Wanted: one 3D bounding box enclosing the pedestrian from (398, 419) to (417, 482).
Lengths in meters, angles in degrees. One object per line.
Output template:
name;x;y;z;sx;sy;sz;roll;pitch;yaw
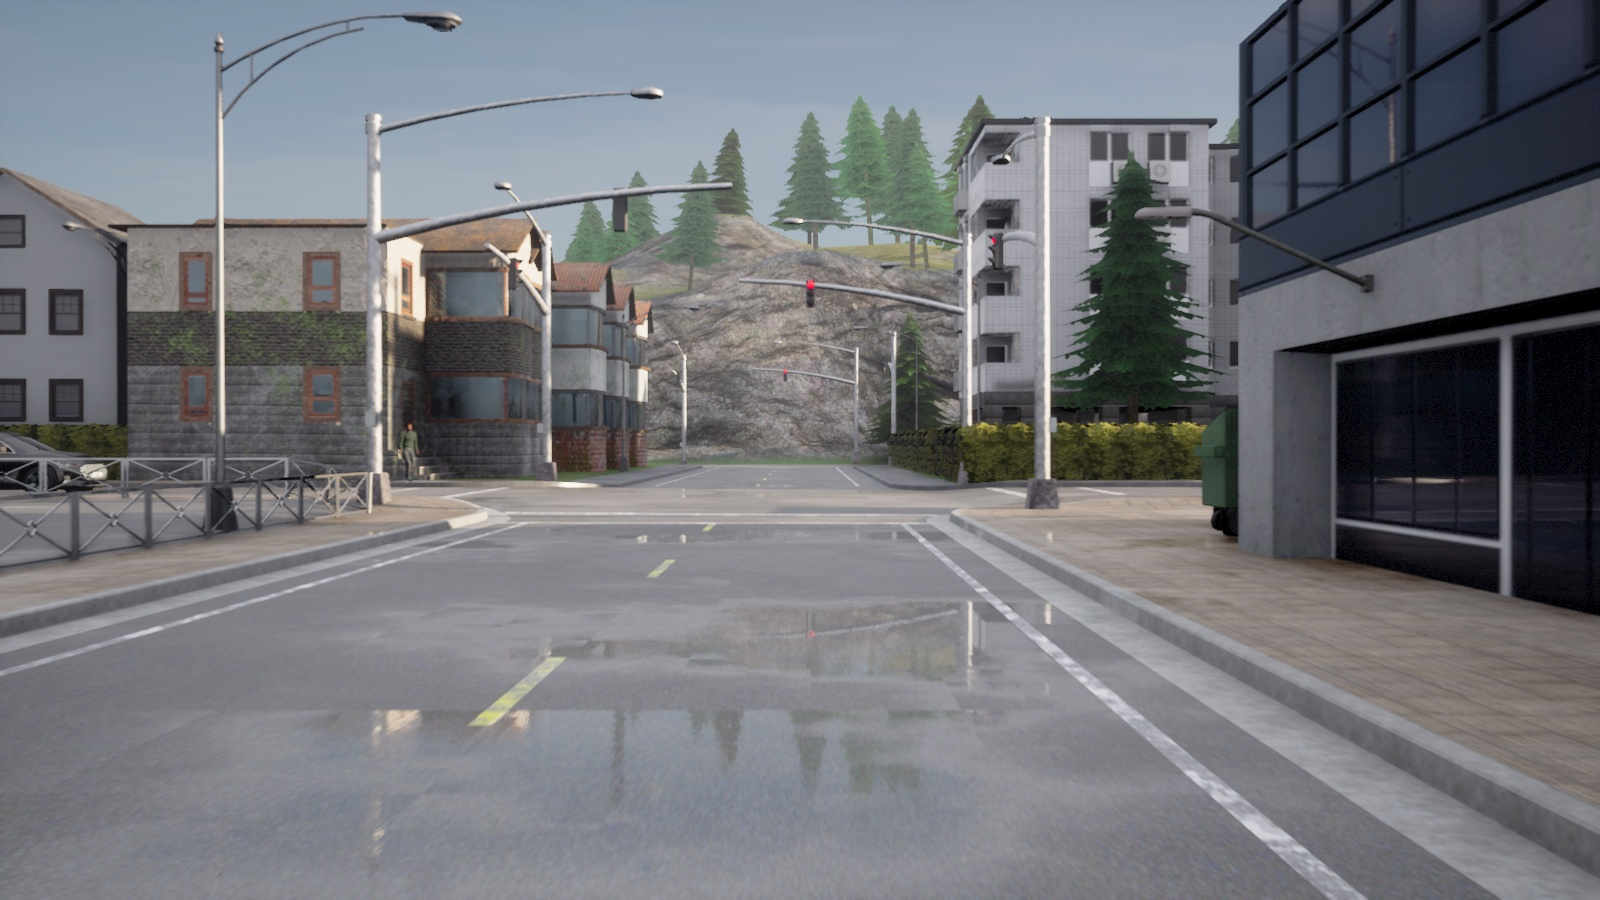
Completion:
pedestrian;-11.690;0.007;37.422;0.353;1.847;0.614;0;0;-37

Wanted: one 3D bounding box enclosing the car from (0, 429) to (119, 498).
car;-19.823;0.309;31.047;4.856;1.649;2.033;0;0;0
